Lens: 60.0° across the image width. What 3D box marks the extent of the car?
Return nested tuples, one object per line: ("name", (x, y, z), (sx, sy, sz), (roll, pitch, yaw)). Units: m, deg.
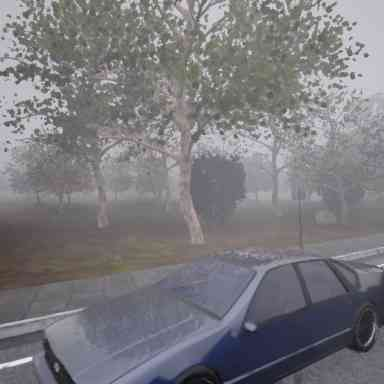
("car", (0.846, 1.541, 4.592), (5.357, 1.411, 2.033), (0, 0, -35))
